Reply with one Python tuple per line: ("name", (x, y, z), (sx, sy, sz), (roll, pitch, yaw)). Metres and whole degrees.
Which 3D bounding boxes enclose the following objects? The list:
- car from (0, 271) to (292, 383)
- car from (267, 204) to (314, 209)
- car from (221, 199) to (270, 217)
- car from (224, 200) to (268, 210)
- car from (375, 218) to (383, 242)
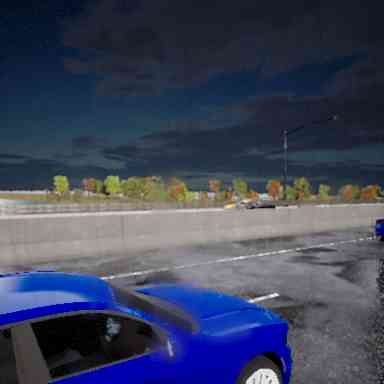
("car", (-1.228, 1.479, 2.863), (5.008, 1.535, 1.882), (0, 0, -35))
("car", (8.672, 1.668, 27.134), (4.718, 1.301, 1.895), (0, 0, -35))
("car", (5.408, 1.550, 33.382), (5.008, 1.535, 1.882), (0, 0, -35))
("car", (5.153, 1.554, 28.951), (4.902, 1.511, 2.128), (0, 0, -35))
("car", (10.408, 1.525, 15.320), (5.008, 1.535, 1.882), (0, 0, -35))
